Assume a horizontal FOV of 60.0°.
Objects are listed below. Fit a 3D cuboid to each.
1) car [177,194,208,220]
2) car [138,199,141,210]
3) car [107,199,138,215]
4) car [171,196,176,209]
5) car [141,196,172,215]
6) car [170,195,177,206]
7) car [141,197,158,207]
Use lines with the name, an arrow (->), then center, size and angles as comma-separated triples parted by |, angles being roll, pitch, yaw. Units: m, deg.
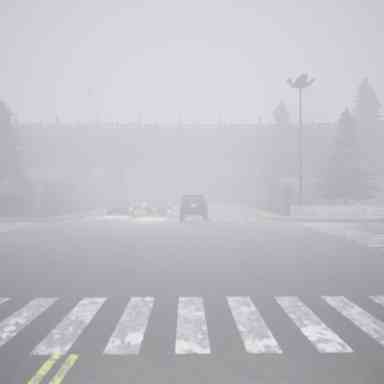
car -> 0.143, 1.224, 27.895 | 2.150, 2.045, 5.566 | 0, -1, 0
car -> -7.018, 1.572, 42.611 | 2.033, 1.411, 5.357 | 0, 0, 0
car -> -7.077, 1.583, 33.373 | 1.994, 1.385, 4.181 | 0, 0, 2
car -> -3.510, 1.589, 42.779 | 1.994, 1.385, 4.181 | 0, 0, 1
car -> -3.534, 1.511, 33.891 | 2.128, 1.511, 4.902 | 0, 0, 0
car -> -3.463, 1.632, 53.245 | 1.895, 1.301, 4.718 | 0, 0, 1
car -> -6.957, 1.523, 54.499 | 2.128, 1.511, 4.902 | 0, 0, 1
